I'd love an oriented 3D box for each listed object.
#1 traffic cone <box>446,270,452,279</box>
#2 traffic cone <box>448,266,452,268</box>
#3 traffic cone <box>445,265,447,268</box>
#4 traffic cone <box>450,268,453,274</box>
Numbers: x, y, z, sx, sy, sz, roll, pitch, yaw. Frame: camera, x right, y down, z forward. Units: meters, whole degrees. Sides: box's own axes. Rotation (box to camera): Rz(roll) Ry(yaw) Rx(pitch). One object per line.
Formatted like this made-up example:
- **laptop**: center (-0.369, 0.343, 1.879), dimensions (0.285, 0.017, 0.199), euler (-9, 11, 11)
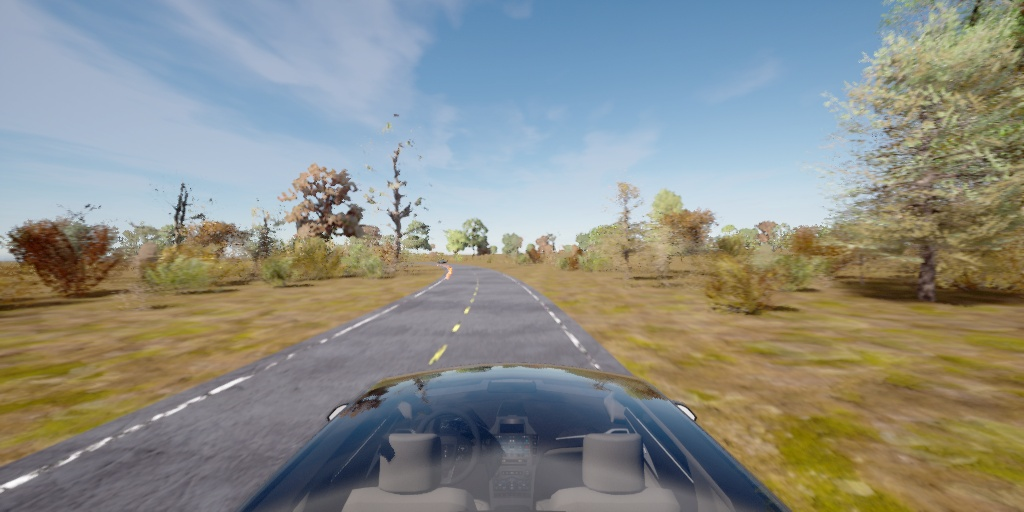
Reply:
- **traffic cone**: center (-5.875, 1.789, 32.906), dimensions (0.340, 0.580, 0.340), euler (0, 0, -7)
- **traffic cone**: center (-7.188, 1.809, 42.717), dimensions (0.340, 0.580, 0.340), euler (0, 0, -9)
- **traffic cone**: center (-10.920, 1.859, 62.153), dimensions (0.340, 0.580, 0.340), euler (0, 0, -13)
- **traffic cone**: center (-6.486, 1.798, 37.818), dimensions (0.340, 0.580, 0.340), euler (0, 0, -8)
